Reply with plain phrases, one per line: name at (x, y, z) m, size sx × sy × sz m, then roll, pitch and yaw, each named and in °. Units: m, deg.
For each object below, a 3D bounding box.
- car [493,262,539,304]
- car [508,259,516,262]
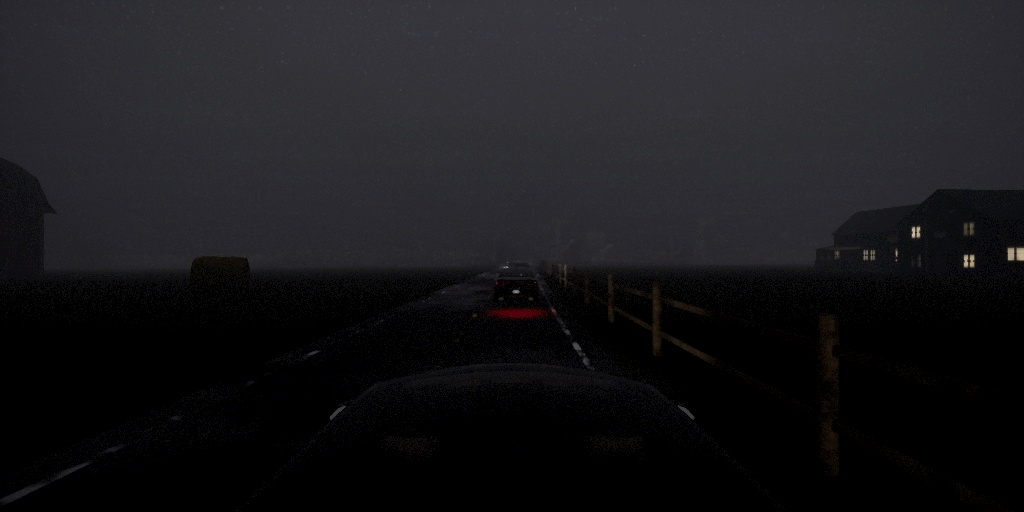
car at (0.236, 1.239, 16.421) m, size 1.882 × 1.535 × 5.008 m, roll 0°, pitch 0°, yaw 2°
car at (0.859, 1.284, 31.392) m, size 1.837 × 1.490 × 4.892 m, roll 0°, pitch 0°, yaw 3°
